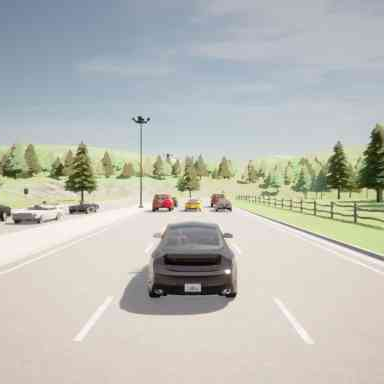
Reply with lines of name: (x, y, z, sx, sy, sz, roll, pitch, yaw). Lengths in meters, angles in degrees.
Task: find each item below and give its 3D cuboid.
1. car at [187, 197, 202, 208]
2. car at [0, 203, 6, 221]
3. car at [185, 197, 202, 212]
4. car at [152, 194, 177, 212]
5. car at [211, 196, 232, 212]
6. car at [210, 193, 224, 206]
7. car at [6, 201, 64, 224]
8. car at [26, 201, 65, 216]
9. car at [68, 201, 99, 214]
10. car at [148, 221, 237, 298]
car: (0.383, 1.491, 49.798, 2.128, 1.511, 4.902, 0, 0, 2)
car: (-15.012, 1.491, 23.956, 2.128, 1.511, 4.902, 0, 0, 0)
car: (0.139, 1.478, 39.528, 1.882, 1.535, 5.008, 0, 0, 1)
car: (-3.365, 1.221, 39.154, 2.150, 2.045, 5.566, 0, 0, 1)
car: (3.635, 1.547, 39.103, 2.033, 1.411, 5.357, 0, 0, 1)
car: (3.883, 1.221, 49.727, 2.150, 2.045, 5.566, 0, 0, 2)
car: (-11.515, 1.601, 25.053, 1.895, 1.301, 4.718, 0, 0, 1)
car: (-14.912, 1.601, 34.099, 1.895, 1.301, 4.718, 0, 0, 0)
car: (-11.409, 1.601, 35.246, 1.895, 1.301, 4.718, 0, 0, 0)
car: (0.021, 1.504, 8.509, 1.837, 1.490, 4.892, 0, 0, 0)
